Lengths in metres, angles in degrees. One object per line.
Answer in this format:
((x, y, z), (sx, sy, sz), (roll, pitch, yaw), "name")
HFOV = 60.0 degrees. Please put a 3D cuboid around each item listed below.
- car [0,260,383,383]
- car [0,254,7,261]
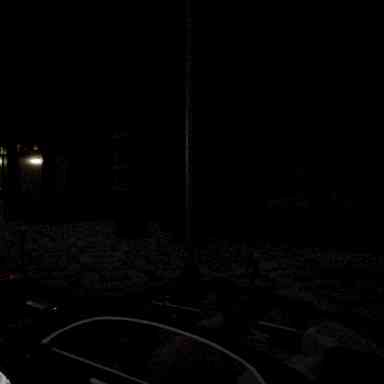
((-0.178, 1.531, 2.966), (4.403, 1.369, 2.008), (0, 0, 34), "car")
((-4.849, 1.501, 6.099), (4.507, 1.381, 1.887), (0, 0, 34), "car")
